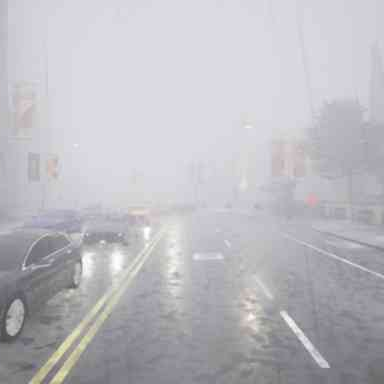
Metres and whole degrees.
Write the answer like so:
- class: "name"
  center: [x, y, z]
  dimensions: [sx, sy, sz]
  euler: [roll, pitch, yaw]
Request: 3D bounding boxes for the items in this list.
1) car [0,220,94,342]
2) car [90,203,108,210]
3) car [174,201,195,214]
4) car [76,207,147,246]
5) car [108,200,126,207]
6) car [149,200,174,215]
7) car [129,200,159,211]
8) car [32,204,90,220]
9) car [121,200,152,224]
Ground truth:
- class: "car"
  center: [-3.637, 1.565, 6.618]
  dimensions: [1.837, 1.490, 4.892]
  euler: [0, 0, -1]
- class: "car"
  center: [-8.275, 1.751, 28.104]
  dimensions: [1.837, 1.490, 4.892]
  euler: [0, -1, -13]
- class: "car"
  center: [-1.373, 1.840, 40.769]
  dimensions: [2.128, 1.511, 4.902]
  euler: [0, -1, -29]
- class: "car"
  center: [-3.699, 1.690, 16.364]
  dimensions: [2.033, 1.411, 5.357]
  euler: [0, 0, -1]
- class: "car"
  center: [-10.381, 1.893, 47.840]
  dimensions: [1.882, 1.535, 5.008]
  euler: [0, 0, -44]
- class: "car"
  center: [-4.170, 1.810, 38.564]
  dimensions: [1.882, 1.535, 5.008]
  euler: [0, -1, -25]
- class: "car"
  center: [-7.218, 1.934, 49.589]
  dimensions: [1.837, 1.490, 4.892]
  euler: [0, 0, -43]
- class: "car"
  center: [-7.258, 1.636, 17.904]
  dimensions: [1.882, 1.535, 5.008]
  euler: [0, 0, -2]
- class: "car"
  center: [-4.430, 1.710, 26.797]
  dimensions: [1.882, 1.535, 5.008]
  euler: [0, 0, -9]
